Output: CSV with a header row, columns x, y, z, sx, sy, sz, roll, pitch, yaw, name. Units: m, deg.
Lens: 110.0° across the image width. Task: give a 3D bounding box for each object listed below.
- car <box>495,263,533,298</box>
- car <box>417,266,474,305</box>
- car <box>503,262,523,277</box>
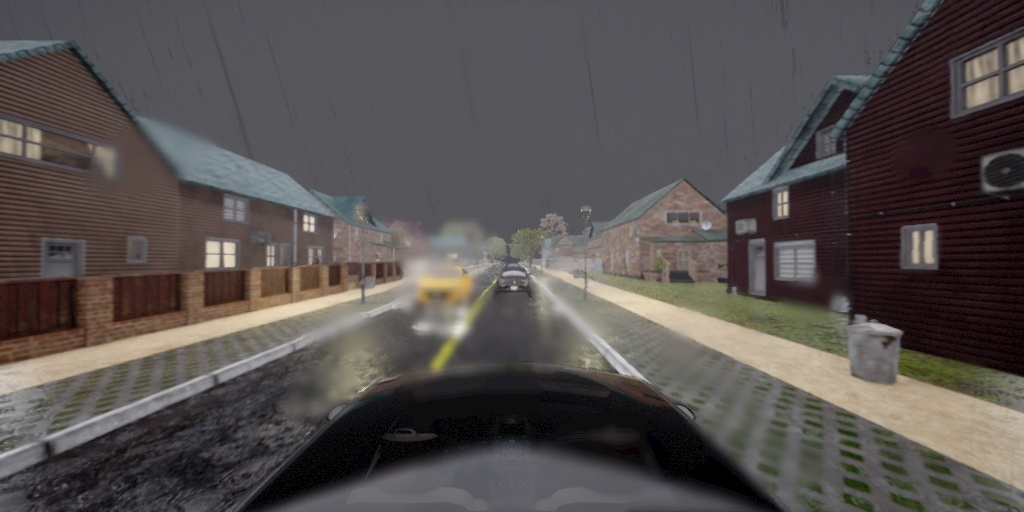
x,y,z,sx,sy,sz,roll,pitch,yaw,name
0.089,1.287,18.577,1.812,1.442,4.674,0,0,0,car
-2.844,1.236,16.202,1.882,1.535,5.008,0,0,0,car
0.102,1.366,37.580,1.994,1.385,4.181,0,0,0,car
